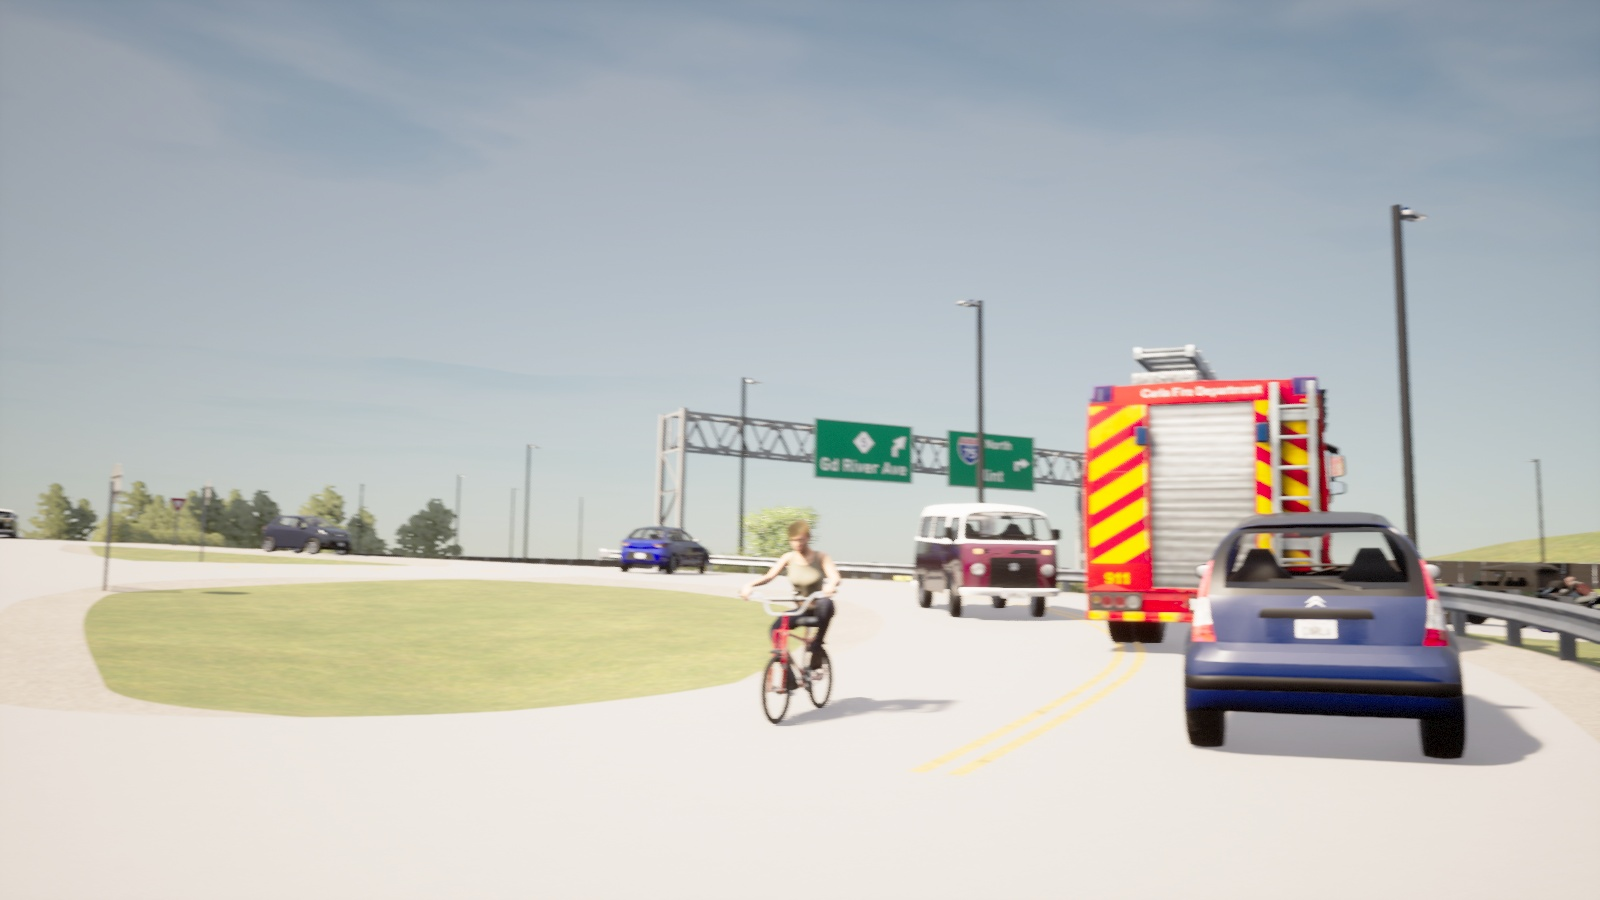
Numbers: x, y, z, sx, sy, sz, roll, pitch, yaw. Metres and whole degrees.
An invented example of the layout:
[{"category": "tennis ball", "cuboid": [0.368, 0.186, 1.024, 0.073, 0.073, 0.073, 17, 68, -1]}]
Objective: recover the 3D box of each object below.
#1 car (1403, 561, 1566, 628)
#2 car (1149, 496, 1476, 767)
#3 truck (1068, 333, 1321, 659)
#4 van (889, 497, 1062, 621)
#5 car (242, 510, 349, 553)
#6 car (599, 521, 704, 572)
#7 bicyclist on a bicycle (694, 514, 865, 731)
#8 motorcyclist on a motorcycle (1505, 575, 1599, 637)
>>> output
[{"category": "car", "cuboid": [20.663, 4.335, 38.068, 1.905, 1.878, 3.866, 4, -6, -29]}, {"category": "car", "cuboid": [3.912, 1.240, 9.743, 1.851, 1.617, 3.988, -2, -4, 22]}, {"category": "truck", "cuboid": [6.356, 0.827, 19.216, 2.891, 3.827, 8.468, -1, -4, 22]}, {"category": "van", "cuboid": [3.112, 1.951, 23.251, 2.069, 2.038, 4.480, 2, -3, -7]}, {"category": "car", "cuboid": [-19.607, 3.176, 48.847, 3.633, 1.501, 1.845, 0, -6, 28]}, {"category": "car", "cuboid": [-4.652, 3.090, 40.076, 1.816, 1.474, 4.193, 2, -4, 16]}, {"category": "bicyclist on a bicycle", "cuboid": [-0.132, 1.350, 10.271, 0.866, 1.612, 1.509, -3, -4, 22]}, {"category": "motorcyclist on a motorcycle", "cuboid": [19.686, 4.037, 32.660, 0.866, 1.530, 2.191, 4, -6, -29]}]
